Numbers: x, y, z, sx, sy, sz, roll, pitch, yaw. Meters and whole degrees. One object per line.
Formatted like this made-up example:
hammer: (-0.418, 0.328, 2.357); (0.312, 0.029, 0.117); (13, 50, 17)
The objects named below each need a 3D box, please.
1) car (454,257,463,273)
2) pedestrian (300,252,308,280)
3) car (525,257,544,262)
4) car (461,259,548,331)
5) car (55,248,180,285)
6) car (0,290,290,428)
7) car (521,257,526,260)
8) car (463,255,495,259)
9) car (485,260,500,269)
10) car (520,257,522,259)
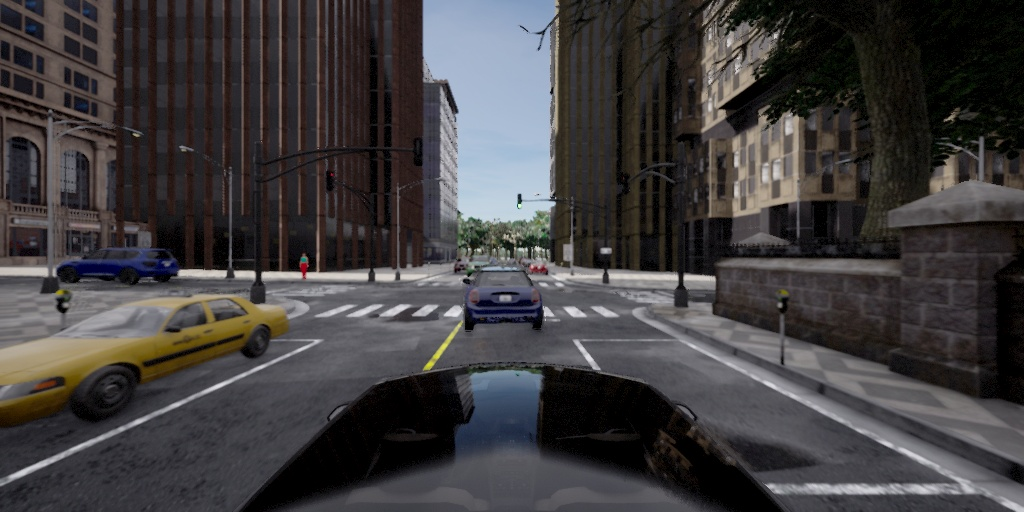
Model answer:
car: (-5.774, 1.059, 43.462); (2.192, 1.841, 5.009); (0, 0, 0)
pedestrian: (-13.772, 0.639, 23.753); (0.375, 1.860, 0.375); (0, -1, 0)
car: (2.753, 1.185, 38.027); (1.967, 1.591, 4.097); (0, 0, 0)
car: (-0.457, 1.104, 11.232); (2.097, 1.767, 4.553); (0, 0, -8)
car: (-22.596, 0.549, 20.716); (5.566, 2.045, 2.150); (1, 0, 0)
car: (-5.763, 1.274, 5.884); (1.751, 1.417, 4.829); (0, 0, 0)
car: (2.749, 1.296, 54.339); (2.007, 1.370, 4.403); (0, 0, 0)
car: (-3.111, 0.966, 34.932); (2.150, 2.045, 5.566); (0, 0, 0)
car: (-3.015, 1.294, 55.824); (2.033, 1.411, 5.357); (0, 0, 0)
car: (2.747, 1.292, 59.777); (1.888, 1.381, 4.507); (0, 0, 0)
